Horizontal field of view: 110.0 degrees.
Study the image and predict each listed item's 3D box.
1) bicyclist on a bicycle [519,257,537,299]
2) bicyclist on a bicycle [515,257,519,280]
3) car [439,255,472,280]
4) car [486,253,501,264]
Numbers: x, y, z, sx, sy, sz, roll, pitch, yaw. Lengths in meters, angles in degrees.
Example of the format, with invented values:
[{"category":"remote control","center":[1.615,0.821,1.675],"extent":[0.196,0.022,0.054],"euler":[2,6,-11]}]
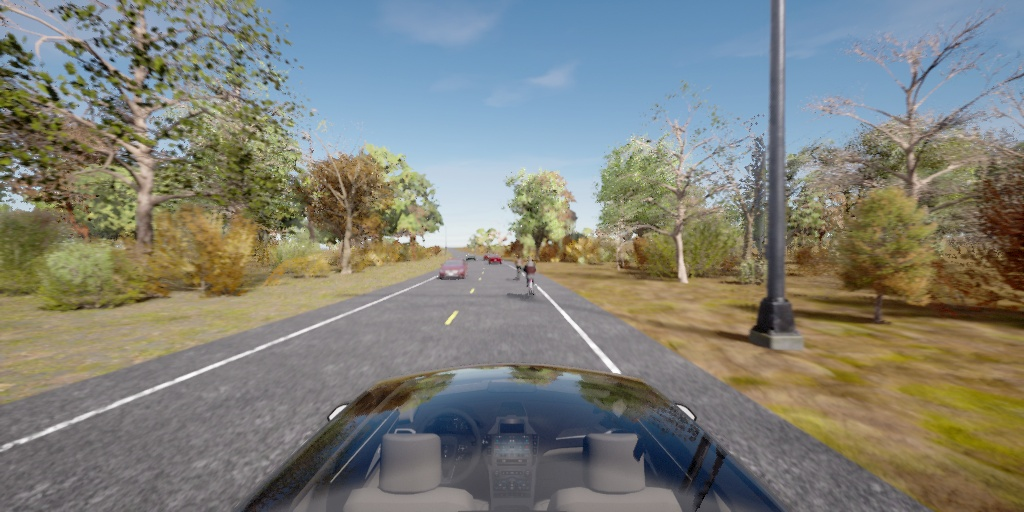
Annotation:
[{"category":"bicyclist on a bicycle","center":[0.772,0.919,15.435],"extent":[0.659,1.776,1.843],"euler":[0,1,-2]},{"category":"bicyclist on a bicycle","center":[0.473,0.869,24.218],"extent":[0.582,1.620,1.656],"euler":[0,0,-3]},{"category":"car","center":[-4.192,0.920,26.376],"extent":[1.812,1.442,4.674],"euler":[0,1,-3]},{"category":"car","center":[-2.693,0.402,55.607],"extent":[1.882,1.535,5.008],"euler":[0,1,-5]}]
